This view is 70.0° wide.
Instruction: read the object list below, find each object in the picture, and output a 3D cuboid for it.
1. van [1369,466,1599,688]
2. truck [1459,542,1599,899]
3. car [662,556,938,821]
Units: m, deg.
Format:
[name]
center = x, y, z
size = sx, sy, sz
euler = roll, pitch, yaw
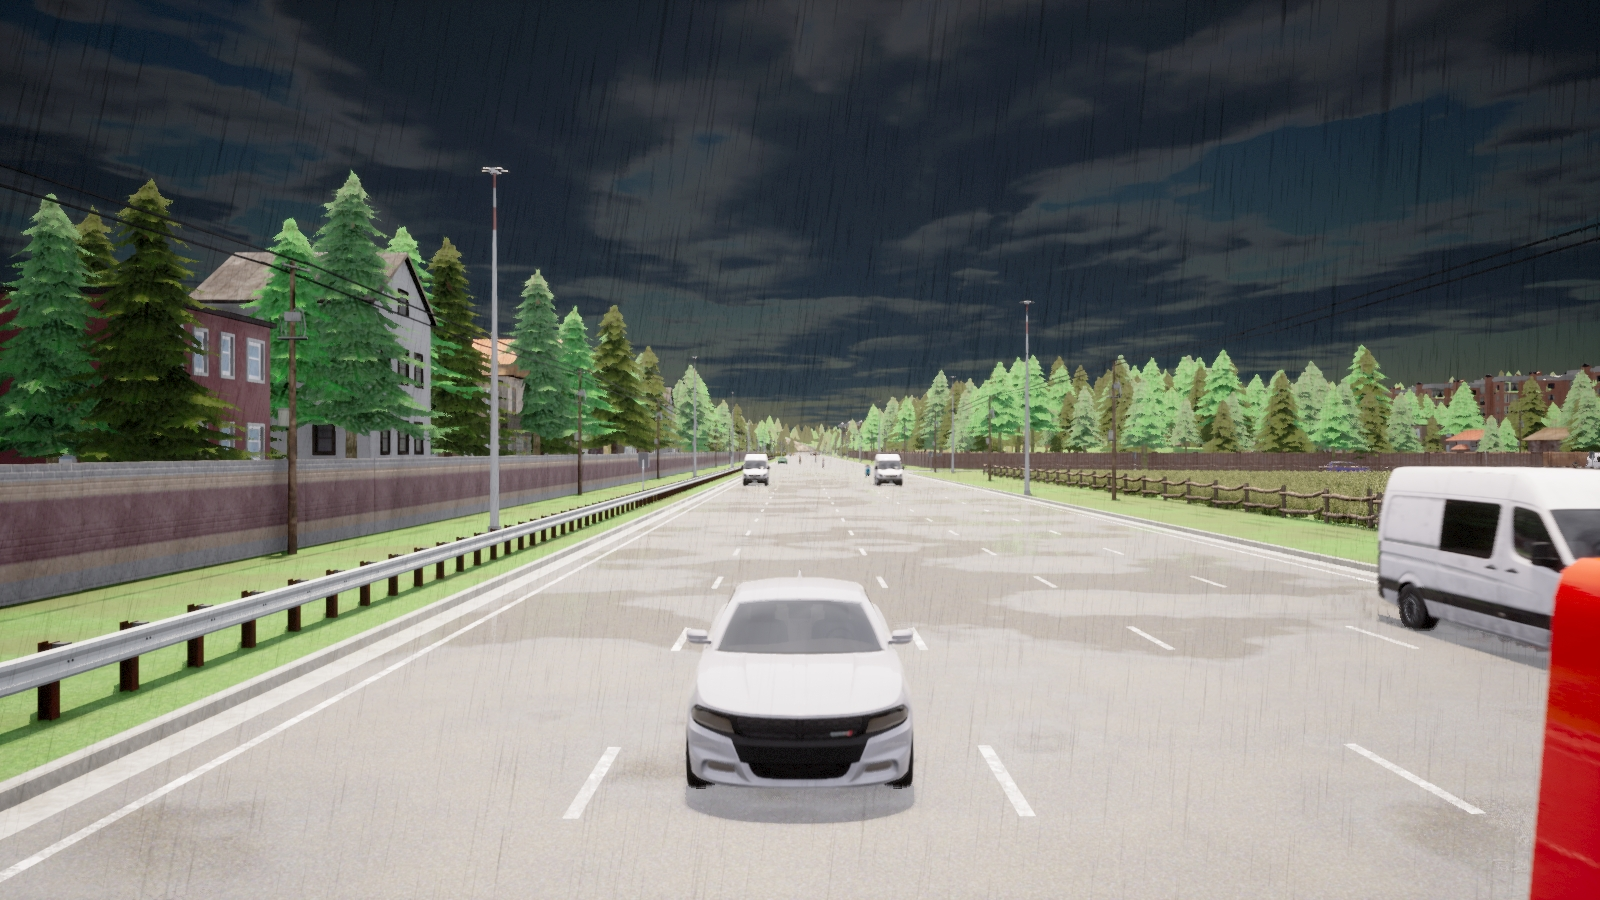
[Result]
[van]
center = 10.494, 1.546, 16.102
size = 1.988, 2.561, 5.915
euler = 0, 0, 0
[truck]
center = 3.613, 1.568, 1.459
size = 2.627, 2.467, 5.204
euler = 0, 0, 1
[car]
center = -0.002, 2.042, 11.177
size = 2.097, 1.535, 5.006
euler = 0, 0, 0
